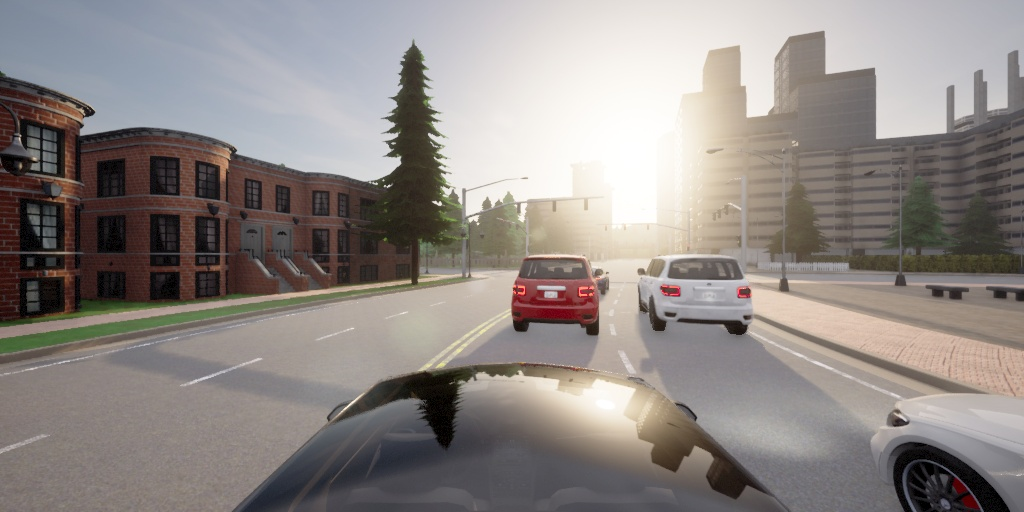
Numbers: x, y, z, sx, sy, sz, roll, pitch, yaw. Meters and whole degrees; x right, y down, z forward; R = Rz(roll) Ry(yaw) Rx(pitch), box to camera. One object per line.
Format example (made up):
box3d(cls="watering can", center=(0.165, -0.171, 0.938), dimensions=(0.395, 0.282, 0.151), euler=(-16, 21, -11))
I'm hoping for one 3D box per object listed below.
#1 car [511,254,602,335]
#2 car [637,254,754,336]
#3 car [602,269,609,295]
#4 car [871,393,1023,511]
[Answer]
box3d(cls="car", center=(1.491, 0.971, 10.765), dimensions=(2.150, 2.045, 5.566), euler=(0, 0, 13))
box3d(cls="car", center=(5.122, 0.973, 10.748), dimensions=(2.150, 2.045, 5.566), euler=(0, 0, 14))
box3d(cls="car", center=(4.359, 1.276, 19.960), dimensions=(1.812, 1.442, 4.674), euler=(0, 0, 19))
box3d(cls="car", center=(3.766, 1.276, 0.841), dimensions=(1.812, 1.442, 4.674), euler=(0, 0, 0))
